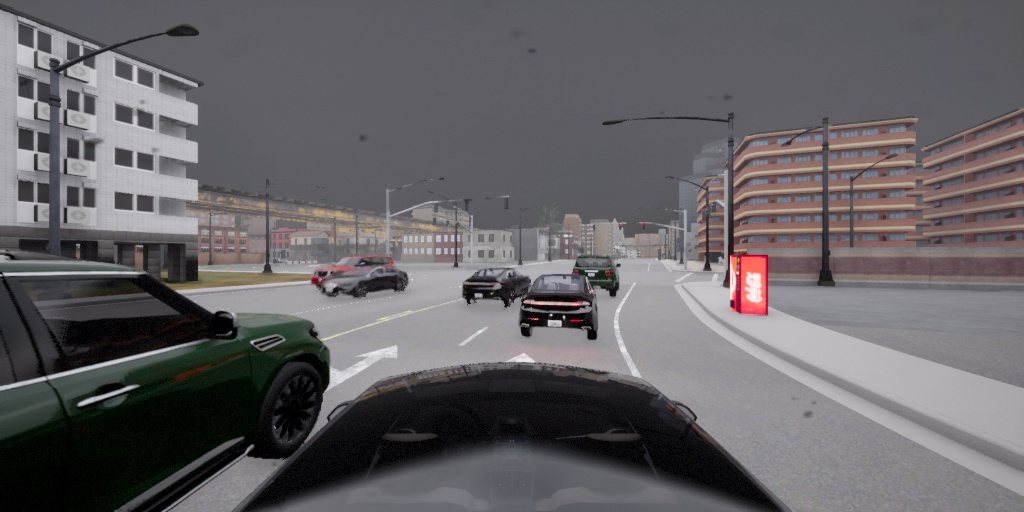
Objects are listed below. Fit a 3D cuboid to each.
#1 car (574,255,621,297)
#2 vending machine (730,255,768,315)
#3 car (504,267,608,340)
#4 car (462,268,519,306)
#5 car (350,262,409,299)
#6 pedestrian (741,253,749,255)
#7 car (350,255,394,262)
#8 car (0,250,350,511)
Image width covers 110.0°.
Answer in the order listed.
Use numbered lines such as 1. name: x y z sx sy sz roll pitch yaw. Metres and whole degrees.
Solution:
1. car: 4.578 0.971 19.347 2.150 2.045 5.566 0 0 19
2. vending machine: 7.825 0.945 11.853 1.100 2.100 0.880 0 0 20
3. car: 1.448 1.242 10.108 2.128 1.511 4.902 0 0 13
4. car: -0.459 1.242 15.557 2.128 1.511 4.902 0 0 18
5. car: -7.252 1.242 18.194 2.128 1.511 4.902 0 0 20
6. pedestrian: 8.059 0.795 12.472 0.375 1.860 0.375 0 0 21
7. car: -9.501 0.973 22.211 2.150 2.045 5.566 0 0 21
8. car: -3.257 0.972 1.888 2.150 2.045 5.566 0 0 1
